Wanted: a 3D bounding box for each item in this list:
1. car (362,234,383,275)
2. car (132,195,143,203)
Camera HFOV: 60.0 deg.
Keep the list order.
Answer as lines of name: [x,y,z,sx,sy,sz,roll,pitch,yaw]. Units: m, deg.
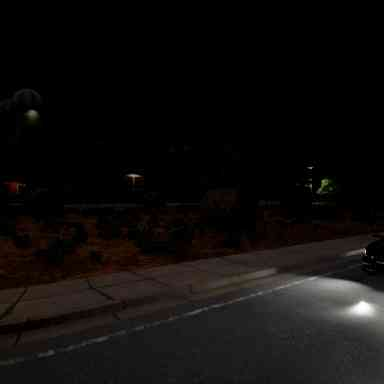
car: [6.870,1.681,9.975,4.892,1.490,1.837,1,-1,-40]
car: [-12.323,1.690,75.892,1.905,1.878,3.866,7,2,3]
